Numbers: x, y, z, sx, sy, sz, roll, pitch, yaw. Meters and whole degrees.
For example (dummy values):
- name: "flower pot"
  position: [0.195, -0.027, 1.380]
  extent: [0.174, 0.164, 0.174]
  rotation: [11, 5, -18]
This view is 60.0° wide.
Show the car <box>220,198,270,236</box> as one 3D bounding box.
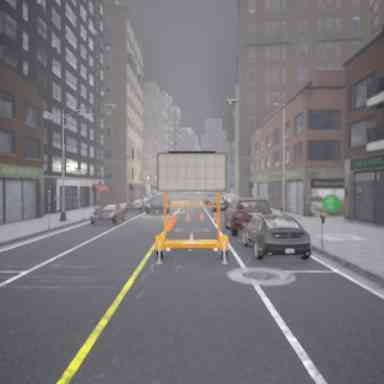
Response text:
- name: "car"
  position: [2.847, 1.193, 17.383]
  extent: [2.192, 1.841, 5.009]
  rotation: [-1, 0, 0]

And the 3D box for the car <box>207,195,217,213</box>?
- name: "car"
  position: [2.849, 1.326, 33.903]
  extent: [1.947, 1.339, 4.313]
  rotation: [-1, 0, 0]

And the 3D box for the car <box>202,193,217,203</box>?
- name: "car"
  position: [2.850, 1.202, 50.421]
  extent: [1.947, 1.339, 4.313]
  rotation: [-1, 0, 0]

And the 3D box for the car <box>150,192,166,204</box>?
- name: "car"
  position: [-5.679, 0.908, 55.919]
  extent: [2.192, 1.841, 5.009]
  rotation: [-1, 0, 0]

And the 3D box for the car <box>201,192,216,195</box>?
- name: "car"
  position: [2.849, 1.159, 55.928]
  extent: [1.947, 1.339, 4.313]
  rotation: [-1, 0, 0]

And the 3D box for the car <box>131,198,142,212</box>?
- name: "car"
  position: [-5.676, 1.342, 33.890]
  extent: [1.802, 1.307, 4.206]
  rotation: [-1, 0, 0]

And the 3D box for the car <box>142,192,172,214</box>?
- name: "car"
  position: [-3.099, 1.129, 31.611]
  extent: [2.097, 1.767, 4.553]
  rotation: [0, 0, 0]

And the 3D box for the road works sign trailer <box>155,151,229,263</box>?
- name: "road works sign trailer"
  position: [-0.001, 0.383, 11.552]
  extent: [2.380, 3.560, 2.880]
  rotation: [0, 0, 0]

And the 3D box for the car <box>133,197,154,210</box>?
- name: "car"
  position: [-5.675, 1.302, 39.398]
  extent: [1.802, 1.307, 4.206]
  rotation: [-1, 0, 0]

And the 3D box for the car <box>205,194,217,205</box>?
- name: "car"
  position: [2.849, 1.244, 39.579]
  extent: [1.752, 1.417, 4.829]
  rotation: [-1, 0, 0]

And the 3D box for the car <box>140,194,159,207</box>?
- name: "car"
  position: [-5.677, 1.118, 44.904]
  extent: [1.967, 1.590, 4.097]
  rotation: [-1, 0, 0]

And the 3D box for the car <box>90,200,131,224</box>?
- name: "car"
  position: [-5.675, 1.422, 22.875]
  extent: [1.802, 1.307, 4.206]
  rotation: [-1, 0, 0]

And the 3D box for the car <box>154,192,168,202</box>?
- name: "car"
  position: [-5.679, 0.864, 61.426]
  extent: [2.192, 1.841, 5.009]
  rotation: [-1, 0, 0]

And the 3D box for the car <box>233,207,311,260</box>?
- name: "car"
  position: [2.850, 1.467, 11.878]
  extent: [2.008, 1.369, 4.403]
  rotation: [-1, 0, 0]
